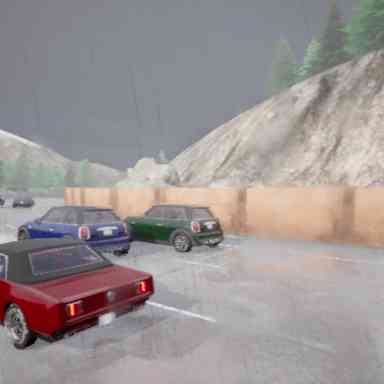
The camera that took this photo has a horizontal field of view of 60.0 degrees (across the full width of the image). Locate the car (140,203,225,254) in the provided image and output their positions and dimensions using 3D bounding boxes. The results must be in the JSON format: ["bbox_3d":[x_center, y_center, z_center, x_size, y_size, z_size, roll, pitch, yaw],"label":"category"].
[{"bbox_3d":[-0.985,1.271,13.508,4.553,1.767,2.097,1,0,39],"label":"car"}]

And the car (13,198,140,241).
[{"bbox_3d":[-4.222,1.257,11.643,4.553,1.767,2.097,1,0,40],"label":"car"}]

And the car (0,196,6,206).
[{"bbox_3d":[-24.242,1.071,40.646,1.882,1.535,5.008,0,0,-18],"label":"car"}]

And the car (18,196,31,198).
[{"bbox_3d":[-20.780,1.180,41.274,1.994,1.385,4.181,0,0,-18],"label":"car"}]

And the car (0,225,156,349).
[{"bbox_3d":[-3.023,1.545,6.176,4.718,1.301,1.895,1,0,36],"label":"car"}]
